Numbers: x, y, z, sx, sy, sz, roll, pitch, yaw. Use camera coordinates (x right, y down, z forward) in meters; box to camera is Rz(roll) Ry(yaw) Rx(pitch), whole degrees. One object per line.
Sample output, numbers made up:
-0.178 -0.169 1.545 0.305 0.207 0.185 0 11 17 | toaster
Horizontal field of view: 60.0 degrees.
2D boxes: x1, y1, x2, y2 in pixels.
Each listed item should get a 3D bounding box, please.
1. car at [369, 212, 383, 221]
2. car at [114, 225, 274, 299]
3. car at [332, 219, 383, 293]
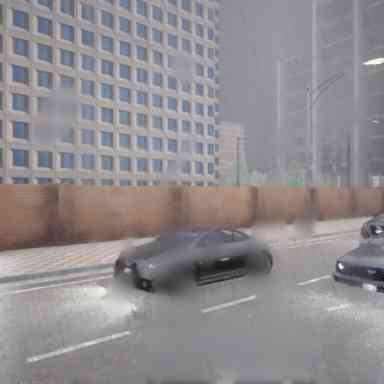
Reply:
9.853 1.564 15.892 4.181 1.385 1.994 0 0 -37 | car
0.171 1.562 8.546 4.181 1.385 1.994 0 0 -37 | car
5.733 1.548 8.374 5.357 1.411 2.033 0 0 -37 | car
